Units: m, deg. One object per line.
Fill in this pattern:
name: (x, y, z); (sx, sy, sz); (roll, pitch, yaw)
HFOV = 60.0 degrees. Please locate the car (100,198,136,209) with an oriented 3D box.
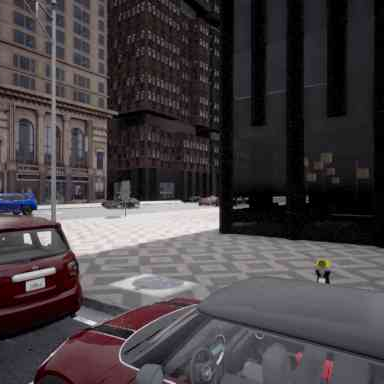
car: (-10.019, 1.490, 45.206); (1.895, 1.301, 4.718); (0, 0, 35)

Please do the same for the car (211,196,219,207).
car: (5.222, 1.401, 49.587); (1.837, 1.490, 4.892); (0, 0, 36)

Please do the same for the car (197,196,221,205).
car: (2.999, 1.394, 57.762); (1.812, 1.442, 4.674); (0, 0, 35)

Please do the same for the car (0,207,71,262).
car: (-4.030, 1.314, 5.812); (5.009, 1.841, 2.192); (0, 0, 35)

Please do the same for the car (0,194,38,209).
car: (-16.853, 1.167, 29.986); (2.150, 2.045, 5.566); (0, 0, 34)

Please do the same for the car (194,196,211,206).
car: (2.809, 1.445, 51.807); (1.994, 1.385, 4.181); (0, 0, 37)

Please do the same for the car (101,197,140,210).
car: (-8.622, 1.413, 41.558); (1.837, 1.490, 4.892); (0, 0, 35)

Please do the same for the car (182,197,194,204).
car: (0.334, 1.493, 59.624); (1.895, 1.301, 4.718); (0, 0, 35)

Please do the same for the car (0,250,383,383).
car: (0.540, 1.440, 2.572); (4.097, 1.590, 1.967); (0, 0, 35)
